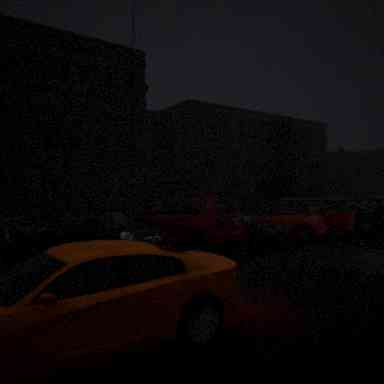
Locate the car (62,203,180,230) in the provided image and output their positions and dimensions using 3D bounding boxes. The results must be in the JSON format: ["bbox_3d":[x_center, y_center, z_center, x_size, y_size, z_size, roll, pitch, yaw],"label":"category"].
[{"bbox_3d":[-2.990,1.360,11.502,4.553,1.767,2.185,-1,-1,34],"label":"car"}]

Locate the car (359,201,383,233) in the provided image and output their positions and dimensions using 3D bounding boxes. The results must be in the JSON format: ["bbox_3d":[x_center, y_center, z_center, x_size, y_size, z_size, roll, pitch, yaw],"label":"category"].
[{"bbox_3d":[8.976,1.515,19.988,5.008,1.535,2.097,-1,-1,35],"label":"car"}]

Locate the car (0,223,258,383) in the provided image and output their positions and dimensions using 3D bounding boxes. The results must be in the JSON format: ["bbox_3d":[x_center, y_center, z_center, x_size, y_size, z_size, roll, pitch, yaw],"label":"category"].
[{"bbox_3d":[-1.543,1.478,4.734,5.008,1.535,1.882,0,0,-35],"label":"car"}]

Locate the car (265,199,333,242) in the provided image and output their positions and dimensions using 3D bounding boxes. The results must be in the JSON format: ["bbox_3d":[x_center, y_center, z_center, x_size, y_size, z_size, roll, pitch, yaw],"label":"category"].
[{"bbox_3d":[4.219,1.373,16.568,4.553,1.767,2.185,-1,-1,34],"label":"car"}]

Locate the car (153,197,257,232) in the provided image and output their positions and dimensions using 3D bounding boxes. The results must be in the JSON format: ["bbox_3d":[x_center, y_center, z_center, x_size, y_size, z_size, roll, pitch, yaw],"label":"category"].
[{"bbox_3d":[-0.606,1.239,13.195,5.566,2.045,2.435,-1,-1,35],"label":"car"}]

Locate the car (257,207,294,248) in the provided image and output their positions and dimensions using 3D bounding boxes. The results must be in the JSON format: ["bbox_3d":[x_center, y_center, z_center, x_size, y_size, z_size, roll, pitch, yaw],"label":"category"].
[{"bbox_3d":[1.809,1.534,14.886,4.674,1.452,2.002,-1,-1,35],"label":"car"}]

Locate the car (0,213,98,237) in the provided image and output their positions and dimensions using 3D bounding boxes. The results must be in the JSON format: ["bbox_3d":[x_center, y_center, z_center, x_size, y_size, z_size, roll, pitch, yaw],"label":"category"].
[{"bbox_3d":[-5.351,1.486,9.765,4.892,1.521,2.231,-1,-1,35],"label":"car"}]

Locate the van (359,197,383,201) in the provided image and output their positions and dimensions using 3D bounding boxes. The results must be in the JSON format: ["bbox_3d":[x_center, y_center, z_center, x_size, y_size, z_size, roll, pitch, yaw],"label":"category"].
[{"bbox_3d":[11.458,1.297,21.639,4.442,1.987,1.878,-1,-1,34],"label":"van"}]

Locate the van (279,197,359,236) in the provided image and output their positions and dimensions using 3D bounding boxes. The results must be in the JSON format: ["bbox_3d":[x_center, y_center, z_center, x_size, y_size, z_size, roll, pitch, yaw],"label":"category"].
[{"bbox_3d":[6.485,1.282,18.355,4.442,1.987,1.878,-1,-1,35],"label":"van"}]
